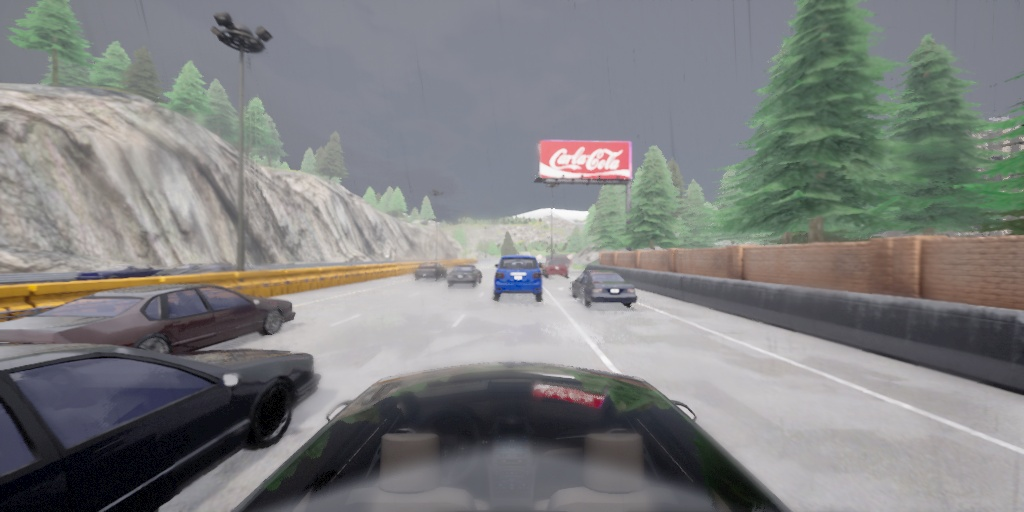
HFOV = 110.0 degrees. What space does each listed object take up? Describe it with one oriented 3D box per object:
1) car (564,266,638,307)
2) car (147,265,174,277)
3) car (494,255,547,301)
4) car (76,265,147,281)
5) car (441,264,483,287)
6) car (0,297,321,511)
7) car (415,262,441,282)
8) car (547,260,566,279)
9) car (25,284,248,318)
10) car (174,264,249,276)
[{"bbox_3d":[3.773,1.314,15.544,2.033,1.411,5.357,0,0,1],"label":"car"},{"bbox_3d":[-24.170,1.271,26.999,1.994,1.385,4.181,0,0,1],"label":"car"},{"bbox_3d":[0.303,0.981,17.550,2.150,2.045,5.566,0,0,1],"label":"car"},{"bbox_3d":[-27.699,1.286,25.723,1.895,1.301,4.718,0,0,1],"label":"car"},{"bbox_3d":[-3.106,1.299,24.297,2.033,1.411,5.357,0,0,1],"label":"car"},{"bbox_3d":[-3.388,1.288,2.119,2.033,1.411,5.357,0,0,1],"label":"car"},{"bbox_3d":[-6.537,1.237,29.377,2.128,1.511,4.902,0,0,1],"label":"car"},{"bbox_3d":[4.018,1.127,33.588,2.097,1.767,4.553,0,0,1],"label":"car"},{"bbox_3d":[-6.835,1.281,7.280,2.033,1.411,5.357,0,0,1],"label":"car"},{"bbox_3d":[-20.707,1.268,25.308,1.994,1.385,4.181,0,0,1],"label":"car"}]
